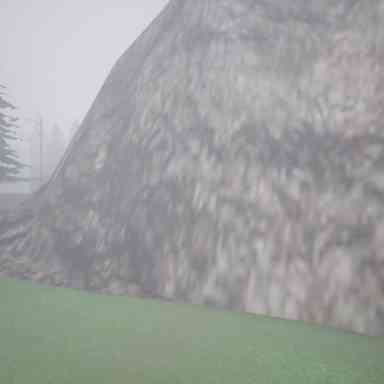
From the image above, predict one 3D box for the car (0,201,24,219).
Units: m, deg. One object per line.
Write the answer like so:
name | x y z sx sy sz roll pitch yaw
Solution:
car | -16.090 1.488 26.666 2.128 1.511 4.902 0 0 29
